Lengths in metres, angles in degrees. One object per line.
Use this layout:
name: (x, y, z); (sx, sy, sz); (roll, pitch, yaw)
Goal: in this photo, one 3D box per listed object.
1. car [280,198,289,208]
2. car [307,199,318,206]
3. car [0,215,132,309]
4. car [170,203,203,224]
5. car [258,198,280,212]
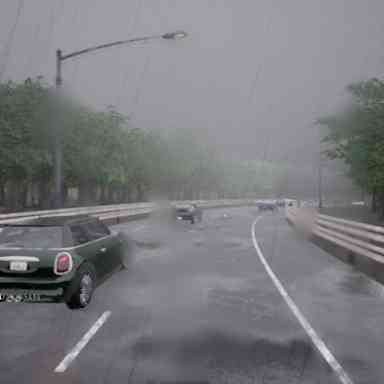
car: (16.475, 1.934, 60.182); (2.097, 1.767, 4.553); (0, -1, 32)
car: (26.882, 2.347, 75.094); (1.882, 1.535, 5.008); (0, -1, 39)
car: (-2.935, 1.340, 8.036); (2.097, 1.767, 4.553); (0, 0, 4)
car: (-0.352, 1.608, 25.670); (1.837, 1.490, 4.892); (0, 0, 12)
car: (10.060, 1.794, 43.975); (1.882, 1.535, 5.008); (0, -1, 22)
